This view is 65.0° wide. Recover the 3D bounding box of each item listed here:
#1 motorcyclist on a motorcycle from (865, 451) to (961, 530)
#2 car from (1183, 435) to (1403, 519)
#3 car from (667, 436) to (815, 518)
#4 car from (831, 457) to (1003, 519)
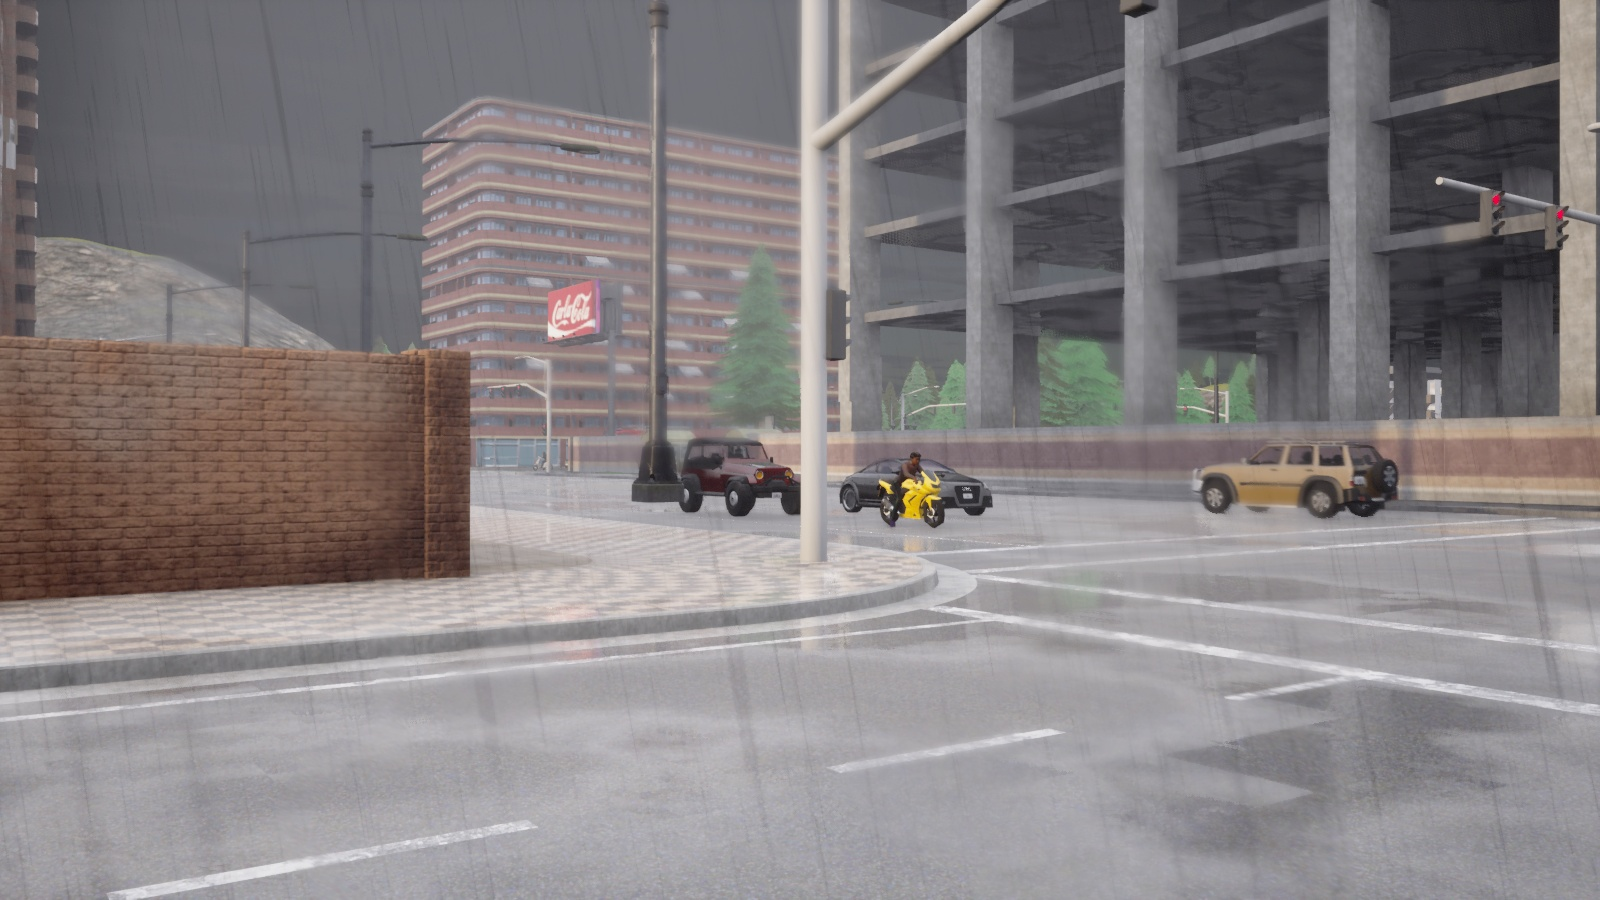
[{"bbox_3d":[2.260,0.784,25.376,0.797,1.523,2.044,0,0,-35],"label":"motorcyclist on a motorcycle"},{"bbox_3d":[11.720,0.610,30.156,1.932,1.855,4.605,0,0,-35],"label":"car"},{"bbox_3d":[-1.511,0.619,30.884,1.905,1.878,3.866,0,0,-34],"label":"car"},{"bbox_3d":[2.787,0.878,30.800,1.994,1.385,4.181,0,0,-34],"label":"car"}]
